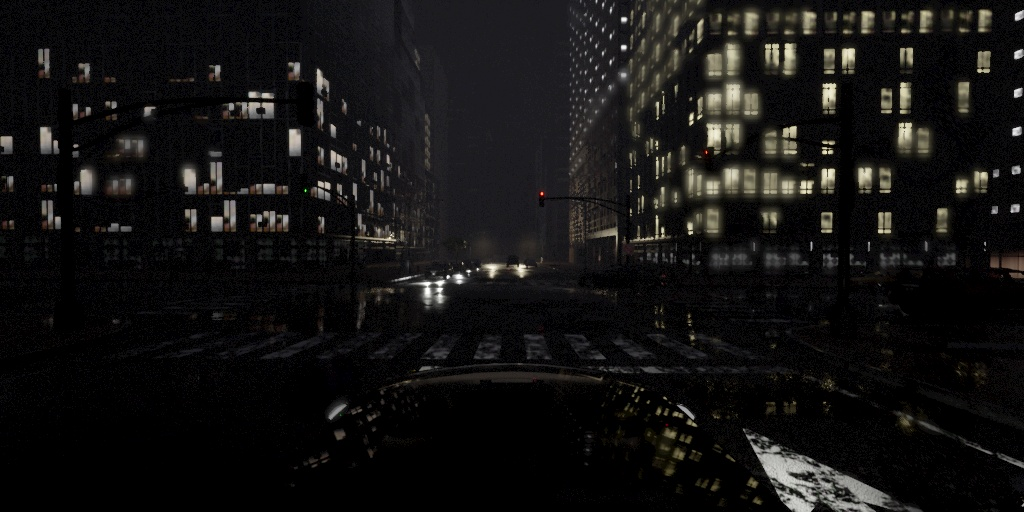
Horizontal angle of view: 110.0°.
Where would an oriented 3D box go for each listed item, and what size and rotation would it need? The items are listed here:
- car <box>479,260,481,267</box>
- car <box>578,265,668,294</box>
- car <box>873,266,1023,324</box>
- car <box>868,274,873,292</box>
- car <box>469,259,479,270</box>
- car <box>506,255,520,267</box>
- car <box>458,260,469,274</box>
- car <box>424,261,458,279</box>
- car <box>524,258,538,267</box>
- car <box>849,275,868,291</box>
[{"bbox_3d":[-6.398,1.182,61.726,1.882,1.535,5.008,0,0,1],"label":"car"},{"bbox_3d":[6.216,1.248,20.474,4.902,1.511,2.128,1,2,35],"label":"car"},{"bbox_3d":[16.219,1.281,12.419,5.009,1.841,2.192,0,0,1],"label":"car"},{"bbox_3d":[21.839,1.472,18.086,5.357,1.411,2.033,1,1,1],"label":"car"},{"bbox_3d":[-6.461,1.264,51.385,2.033,1.411,5.357,0,0,0],"label":"car"},{"bbox_3d":[0.165,0.925,62.860,2.150,2.045,5.566,0,0,0],"label":"car"},{"bbox_3d":[-6.496,1.327,41.615,1.895,1.301,4.718,0,0,0],"label":"car"},{"bbox_3d":[-6.522,1.225,32.333,2.128,1.511,4.902,0,0,0],"label":"car"},{"bbox_3d":[3.417,1.229,63.238,1.812,1.442,4.674,0,0,0],"label":"car"},{"bbox_3d":[21.852,1.409,20.689,4.829,1.417,1.751,0,0,1],"label":"car"}]
